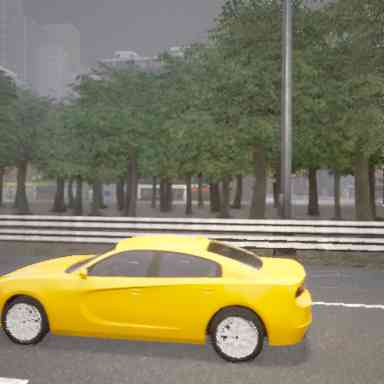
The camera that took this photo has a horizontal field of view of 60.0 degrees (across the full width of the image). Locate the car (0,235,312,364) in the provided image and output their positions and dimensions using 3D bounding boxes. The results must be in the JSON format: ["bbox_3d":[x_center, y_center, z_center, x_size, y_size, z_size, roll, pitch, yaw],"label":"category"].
[{"bbox_3d":[-0.691,1.473,5.466,5.008,1.535,1.882,0,0,8],"label":"car"}]
